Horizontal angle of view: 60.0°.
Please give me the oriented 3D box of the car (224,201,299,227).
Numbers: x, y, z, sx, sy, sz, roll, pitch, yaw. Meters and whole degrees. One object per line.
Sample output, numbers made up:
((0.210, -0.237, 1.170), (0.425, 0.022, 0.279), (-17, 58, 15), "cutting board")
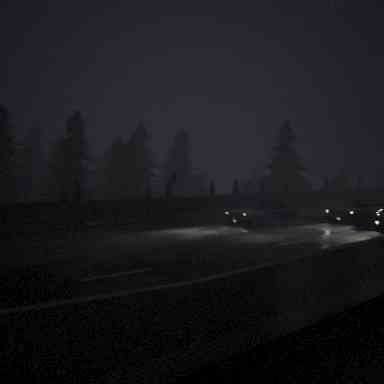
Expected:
((4.183, 1.238, 19.869), (4.718, 1.301, 1.895), (-2, 1, -35), "car")

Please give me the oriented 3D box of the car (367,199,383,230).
((10.708, 0.899, 15.924), (4.553, 1.767, 2.097), (-2, 1, -35), "car")

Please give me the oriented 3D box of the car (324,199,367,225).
((9.879, 1.103, 19.633), (4.718, 1.301, 1.895), (-2, 1, -35), "car")
